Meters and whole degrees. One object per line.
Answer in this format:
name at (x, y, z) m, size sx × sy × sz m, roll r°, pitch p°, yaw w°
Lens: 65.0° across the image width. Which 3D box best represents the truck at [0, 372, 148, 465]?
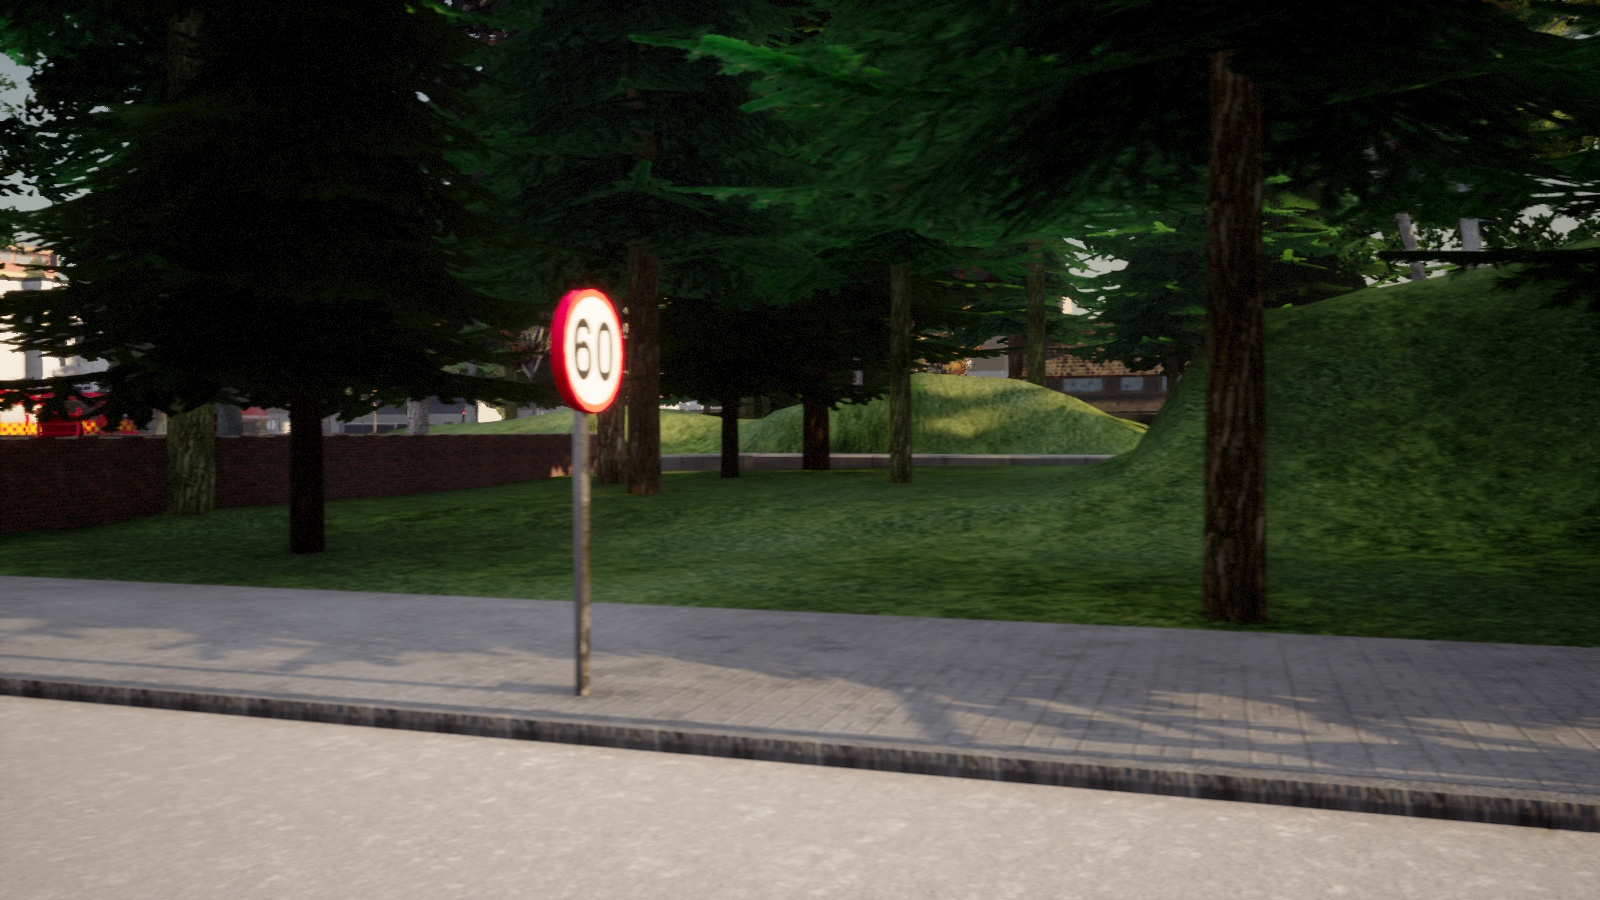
truck at (-33.407, -1.363, 55.519) m, size 2.891 × 3.827 × 8.468 m, roll 1°, pitch 1°, yaw 19°
